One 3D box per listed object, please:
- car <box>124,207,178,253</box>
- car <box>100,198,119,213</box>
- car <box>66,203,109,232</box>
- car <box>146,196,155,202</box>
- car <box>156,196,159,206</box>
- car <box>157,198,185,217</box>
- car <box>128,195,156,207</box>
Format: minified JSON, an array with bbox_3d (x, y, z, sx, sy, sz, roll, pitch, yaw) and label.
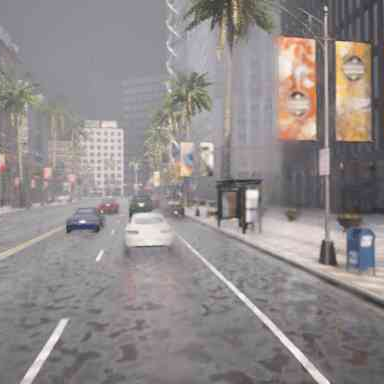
[{"bbox_3d":[-1.838,1.568,13.933,1.812,1.442,4.674,0,0,-9],"label":"car"},{"bbox_3d":[-9.675,1.507,38.911,2.097,1.767,4.553,0,0,-10],"label":"car"},{"bbox_3d":[-6.549,1.658,20.843,1.994,1.385,4.181,0,0,-10],"label":"car"},{"bbox_3d":[-10.310,1.757,82.299,2.161,1.482,4.786,0,0,-10],"label":"car"},{"bbox_3d":[-6.858,1.528,60.641,2.185,1.767,4.553,0,0,-10],"label":"car"},{"bbox_3d":[-1.835,1.557,31.699,2.231,1.521,4.892,0,0,-10],"label":"car"},{"bbox_3d":[-5.027,1.326,32.609,2.150,2.045,5.566,0,0,-10],"label":"car"}]
